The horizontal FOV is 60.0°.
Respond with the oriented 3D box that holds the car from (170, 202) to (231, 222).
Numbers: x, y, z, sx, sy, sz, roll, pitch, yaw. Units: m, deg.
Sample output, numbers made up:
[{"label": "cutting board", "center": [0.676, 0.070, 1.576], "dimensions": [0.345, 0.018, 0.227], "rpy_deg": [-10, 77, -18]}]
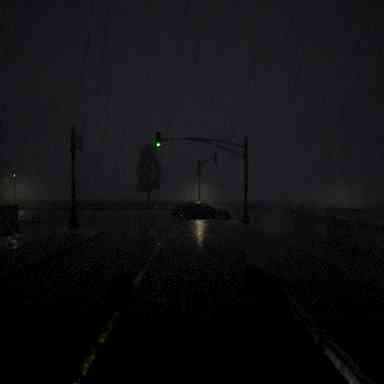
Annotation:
[{"label": "car", "center": [0.697, 1.603, 26.694], "dimensions": [4.902, 1.511, 2.128], "rpy_deg": [1, 1, -14]}]
